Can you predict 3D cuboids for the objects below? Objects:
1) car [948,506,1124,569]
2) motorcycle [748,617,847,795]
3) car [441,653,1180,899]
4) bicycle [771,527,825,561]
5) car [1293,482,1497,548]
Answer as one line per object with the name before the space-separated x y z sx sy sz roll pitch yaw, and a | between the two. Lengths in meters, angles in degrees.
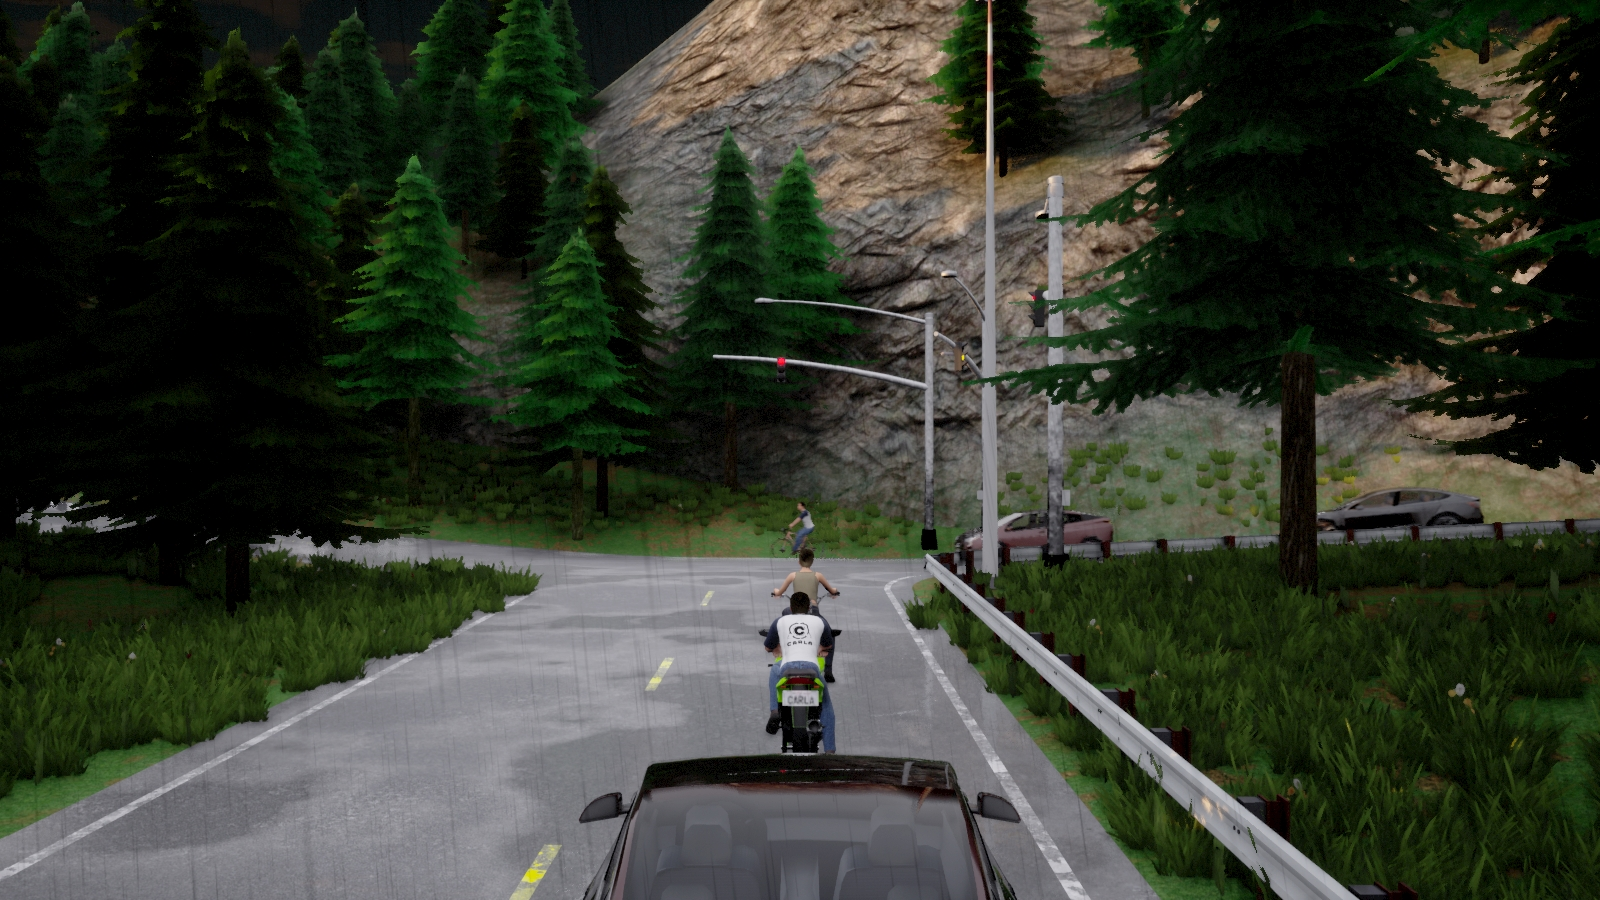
car | 6.780 2.495 33.057 4.514 1.525 2.007 -2 -2 -8
motorcycle | -0.020 2.213 10.238 0.803 1.145 2.033 0 0 0
car | 0.029 2.063 5.012 2.163 1.488 4.792 0 0 0
bicycle | -0.057 2.887 35.177 1.643 1.024 0.373 0 -3 -4
car | 16.474 1.816 31.974 4.792 1.488 2.163 -5 -2 23
